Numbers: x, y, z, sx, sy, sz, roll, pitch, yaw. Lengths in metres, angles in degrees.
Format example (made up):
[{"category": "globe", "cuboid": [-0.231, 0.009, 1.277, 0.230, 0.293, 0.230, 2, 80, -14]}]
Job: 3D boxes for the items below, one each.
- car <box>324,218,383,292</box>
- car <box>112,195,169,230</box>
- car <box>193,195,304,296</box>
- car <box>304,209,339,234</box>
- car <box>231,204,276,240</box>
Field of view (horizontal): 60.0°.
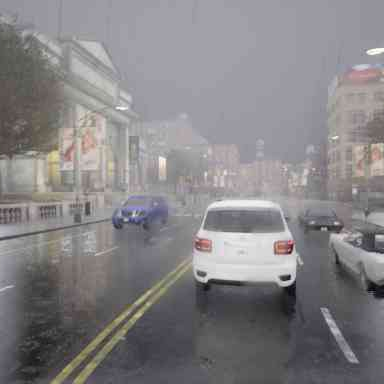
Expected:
[{"category": "car", "cuboid": [5.013, 1.601, 8.704, 1.895, 1.301, 4.718, 0, 0, 11]}, {"category": "car", "cuboid": [-3.135, 1.218, 21.515, 2.150, 2.045, 5.566, 0, 0, 12]}, {"category": "car", "cuboid": [1.469, 1.221, 8.964, 2.150, 2.045, 5.566, 0, 0, 11]}, {"category": "car", "cuboid": [7.204, 1.601, 19.089, 1.895, 1.301, 4.718, 0, 0, 12]}, {"category": "car", "cuboid": [3.436, 1.492, 18.269, 2.128, 1.511, 4.902, 0, 0, 12]}]
